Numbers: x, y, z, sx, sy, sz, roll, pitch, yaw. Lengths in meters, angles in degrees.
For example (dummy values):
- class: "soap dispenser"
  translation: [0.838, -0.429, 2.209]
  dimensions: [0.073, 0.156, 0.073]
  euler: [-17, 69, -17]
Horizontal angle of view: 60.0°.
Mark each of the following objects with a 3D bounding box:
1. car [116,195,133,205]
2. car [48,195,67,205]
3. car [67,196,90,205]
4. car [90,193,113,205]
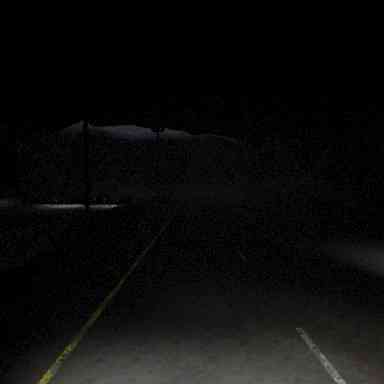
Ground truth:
- class: "car"
  translation: [-10.532, 1.156, 52.289]
  dimensions: [1.882, 1.535, 5.008]
  euler: [0, 1, 1]
- class: "car"
  translation: [-21.034, 1.200, 52.476]
  dimensions: [1.812, 1.442, 4.674]
  euler: [0, 1, 1]
- class: "car"
  translation: [-17.530, 1.277, 52.466]
  dimensions: [1.895, 1.301, 4.718]
  euler: [0, 1, 1]
- class: "car"
  translation: [-14.039, 1.026, 52.579]
  dimensions: [2.097, 1.767, 4.553]
  euler: [0, 1, 1]
